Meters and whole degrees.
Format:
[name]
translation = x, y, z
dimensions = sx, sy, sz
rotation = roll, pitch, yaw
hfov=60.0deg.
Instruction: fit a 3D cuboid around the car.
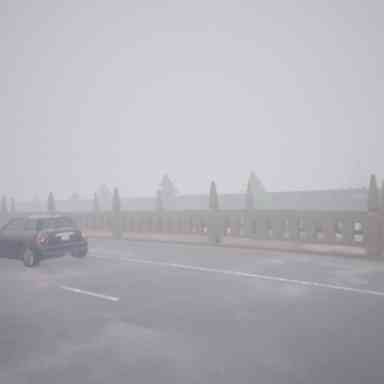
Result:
[car]
translation = -6.066, 1.670, 12.630
dimensions = 4.553, 1.767, 2.097
rotation = -3, -2, 36
